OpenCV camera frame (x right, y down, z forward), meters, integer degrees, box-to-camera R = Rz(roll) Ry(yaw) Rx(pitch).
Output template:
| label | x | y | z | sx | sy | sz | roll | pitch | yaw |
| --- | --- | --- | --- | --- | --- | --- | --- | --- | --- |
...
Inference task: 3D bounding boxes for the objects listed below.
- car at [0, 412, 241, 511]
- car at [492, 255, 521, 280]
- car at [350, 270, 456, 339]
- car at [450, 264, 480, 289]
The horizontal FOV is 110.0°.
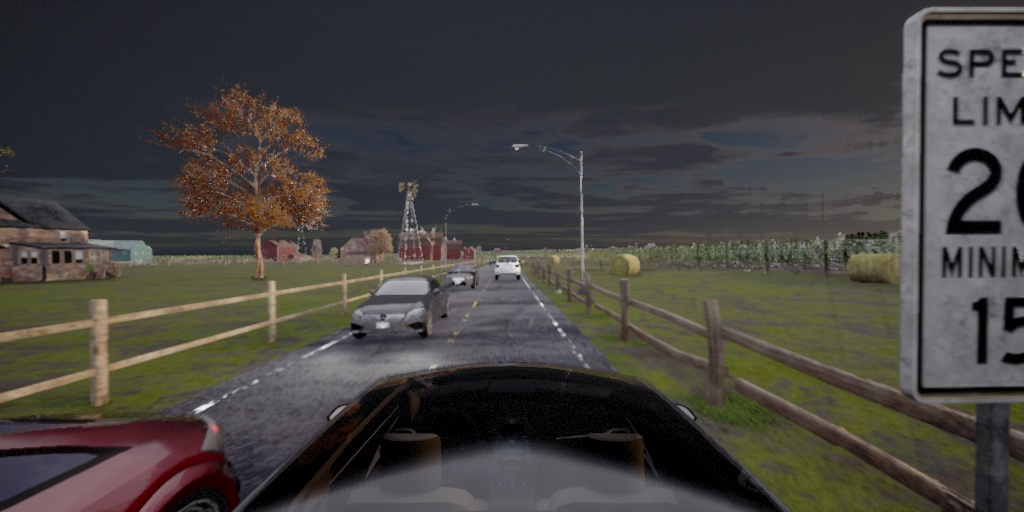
| label | x | y | z | sx | sy | sz | roll | pitch | yaw |
| --- | --- | --- | --- | --- | --- | --- | --- | --- | --- |
| car | -2.799 | 1.341 | 0.618 | 1.994 | 1.385 | 4.181 | -1 | 0 | 1 |
| car | -0.385 | 0.972 | 31.739 | 2.150 | 2.045 | 5.566 | -1 | 0 | -1 |
| car | -2.952 | 1.299 | 10.393 | 1.812 | 1.442 | 4.674 | -1 | 0 | -1 |
| car | -3.137 | 1.266 | 23.165 | 2.128 | 1.511 | 4.902 | -1 | 0 | -1 |
